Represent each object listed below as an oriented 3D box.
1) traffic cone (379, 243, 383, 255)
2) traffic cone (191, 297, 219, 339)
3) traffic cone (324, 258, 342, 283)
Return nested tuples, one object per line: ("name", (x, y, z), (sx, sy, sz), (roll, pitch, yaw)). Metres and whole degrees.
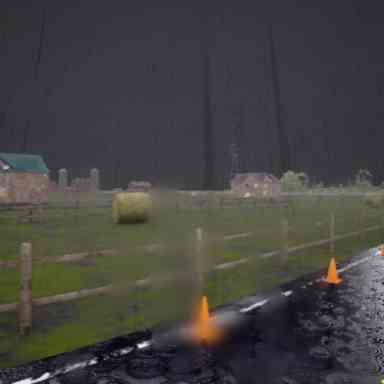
("traffic cone", (7.123, 2.023, 12.267), (0.340, 0.580, 0.340), (-1, -1, 44))
("traffic cone", (0.207, 1.999, 5.405), (0.340, 0.580, 0.340), (0, -1, -40))
("traffic cone", (3.668, 2.015, 8.660), (0.340, 0.580, 0.340), (-1, -1, 44))
